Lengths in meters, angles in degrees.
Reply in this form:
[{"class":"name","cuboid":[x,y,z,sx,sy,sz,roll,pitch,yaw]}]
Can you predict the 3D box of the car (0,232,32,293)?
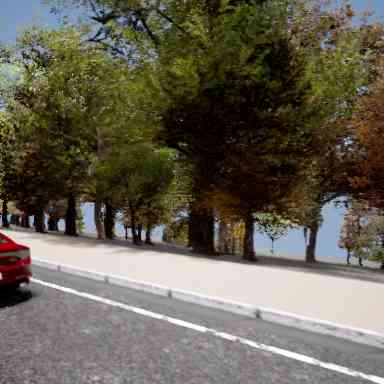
[{"class":"car","cuboid":[-5.743,1.460,7.767,5.008,1.535,1.882,0,0,36]}]
